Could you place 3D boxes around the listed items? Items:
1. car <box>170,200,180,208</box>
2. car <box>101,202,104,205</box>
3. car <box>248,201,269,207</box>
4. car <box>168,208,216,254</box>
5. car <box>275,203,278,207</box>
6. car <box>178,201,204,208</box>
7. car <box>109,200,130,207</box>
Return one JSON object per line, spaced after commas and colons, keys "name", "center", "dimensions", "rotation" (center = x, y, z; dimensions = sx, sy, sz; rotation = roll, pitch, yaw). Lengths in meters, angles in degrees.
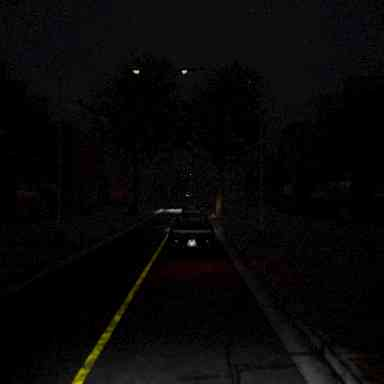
{"name": "car", "center": [-2.765, 2.218, 58.445], "dimensions": [2.128, 1.511, 4.902], "rotation": [0, -1, 0]}
{"name": "car", "center": [-20.936, 2.359, 69.562], "dimensions": [4.829, 1.417, 1.752], "rotation": [0, -1, 0]}
{"name": "car", "center": [13.943, 2.493, 69.773], "dimensions": [4.403, 1.369, 2.008], "rotation": [0, -1, 0]}
{"name": "car", "center": [0.002, 1.656, 14.299], "dimensions": [2.128, 1.511, 4.902], "rotation": [0, -1, 0]}
{"name": "car", "center": [19.619, 2.532, 69.807], "dimensions": [4.313, 1.339, 1.947], "rotation": [0, -1, 0]}
{"name": "car", "center": [0.001, 1.829, 29.470], "dimensions": [1.882, 1.535, 5.008], "rotation": [0, 0, 0]}
{"name": "car", "center": [-15.087, 2.392, 69.597], "dimensions": [4.507, 1.381, 1.887], "rotation": [0, -1, 0]}
